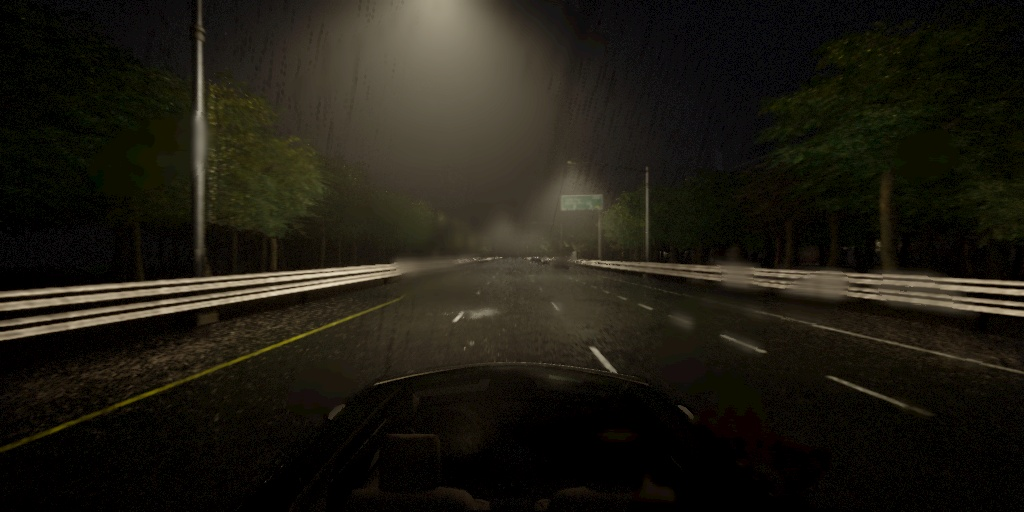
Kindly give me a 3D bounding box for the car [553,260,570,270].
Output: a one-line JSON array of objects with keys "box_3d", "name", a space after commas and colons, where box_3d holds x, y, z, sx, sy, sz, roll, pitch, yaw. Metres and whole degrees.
[{"box_3d": [7.118, 1.297, 51.958, 1.994, 1.385, 4.181, 0, 0, 0], "name": "car"}]
